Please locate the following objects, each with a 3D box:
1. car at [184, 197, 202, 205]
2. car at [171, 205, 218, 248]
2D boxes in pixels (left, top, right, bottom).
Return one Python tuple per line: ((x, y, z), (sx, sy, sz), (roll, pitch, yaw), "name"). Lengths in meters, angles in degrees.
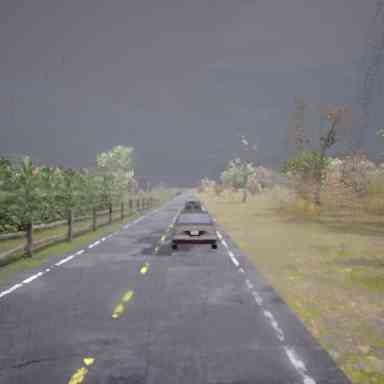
((0.114, 1.366, 37.915), (1.837, 1.490, 4.892), (0, 0, 0), "car")
((0.098, 1.501, 14.502), (2.033, 1.411, 5.357), (0, 0, 0), "car")
